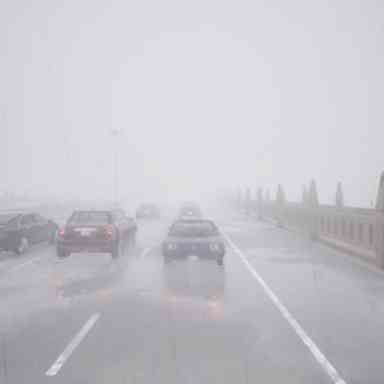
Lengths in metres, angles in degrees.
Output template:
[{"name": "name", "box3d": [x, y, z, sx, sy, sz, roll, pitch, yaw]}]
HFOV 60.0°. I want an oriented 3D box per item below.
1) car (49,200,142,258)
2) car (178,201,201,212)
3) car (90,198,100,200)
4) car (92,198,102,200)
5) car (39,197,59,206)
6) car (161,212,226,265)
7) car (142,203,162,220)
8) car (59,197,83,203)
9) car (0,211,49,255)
[{"name": "car", "box3d": [-3.449, 1.368, 12.918, 2.097, 1.767, 4.553, 0, 0, 0]}, {"name": "car", "box3d": [-0.212, 1.564, 29.392, 1.812, 1.442, 4.674, 0, 0, -1]}, {"name": "car", "box3d": [-15.000, 1.631, 52.130, 1.994, 1.385, 4.181, 0, 0, -1]}, {"name": "car", "box3d": [-7.215, 1.564, 29.276, 1.812, 1.442, 4.674, 0, 0, -1]}, {"name": "car", "box3d": [-21.988, 1.571, 51.736, 1.837, 1.490, 4.892, 0, 0, -1]}, {"name": "car", "box3d": [0.053, 1.616, 11.790, 1.895, 1.301, 4.718, 0, 0, 0]}, {"name": "car", "box3d": [-3.702, 1.601, 28.899, 1.994, 1.385, 4.181, 0, 0, -1]}, {"name": "car", "box3d": [-18.494, 1.571, 51.983, 1.837, 1.490, 4.892, 0, 0, -1]}, {"name": "car", "box3d": [-6.948, 1.524, 13.323, 1.837, 1.490, 4.892, 0, 0, 0]}]
